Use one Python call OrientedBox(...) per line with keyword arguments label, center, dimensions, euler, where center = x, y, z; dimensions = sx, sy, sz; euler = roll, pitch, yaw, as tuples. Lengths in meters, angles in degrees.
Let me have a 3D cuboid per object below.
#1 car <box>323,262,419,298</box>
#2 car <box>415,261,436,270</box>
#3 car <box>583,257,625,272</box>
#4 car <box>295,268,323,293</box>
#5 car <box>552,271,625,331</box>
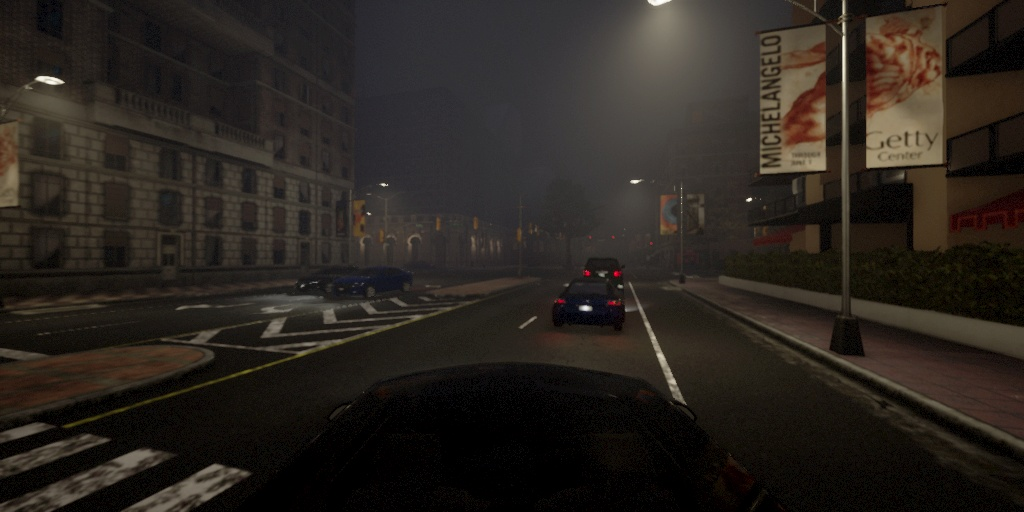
OrientedBox(label="car", center=(-7.309, 1.296, 19.267), dimensions=(1.882, 1.535, 5.008), euler=(0, 0, 17))
OrientedBox(label="car", center=(-15.358, 1.545, 59.558), dimensions=(5.357, 1.411, 2.033), euler=(0, 0, 15))
OrientedBox(label="car", center=(5.385, 1.080, 21.007), dimensions=(2.150, 2.045, 5.566), euler=(0, 0, 17))
OrientedBox(label="car", center=(-10.366, 1.325, 21.244), dimensions=(1.837, 1.490, 4.892), euler=(0, 0, 17))
OrientedBox(label="car", center=(2.541, 1.368, 11.407), dimensions=(1.994, 1.385, 4.181), euler=(0, 0, 17))
